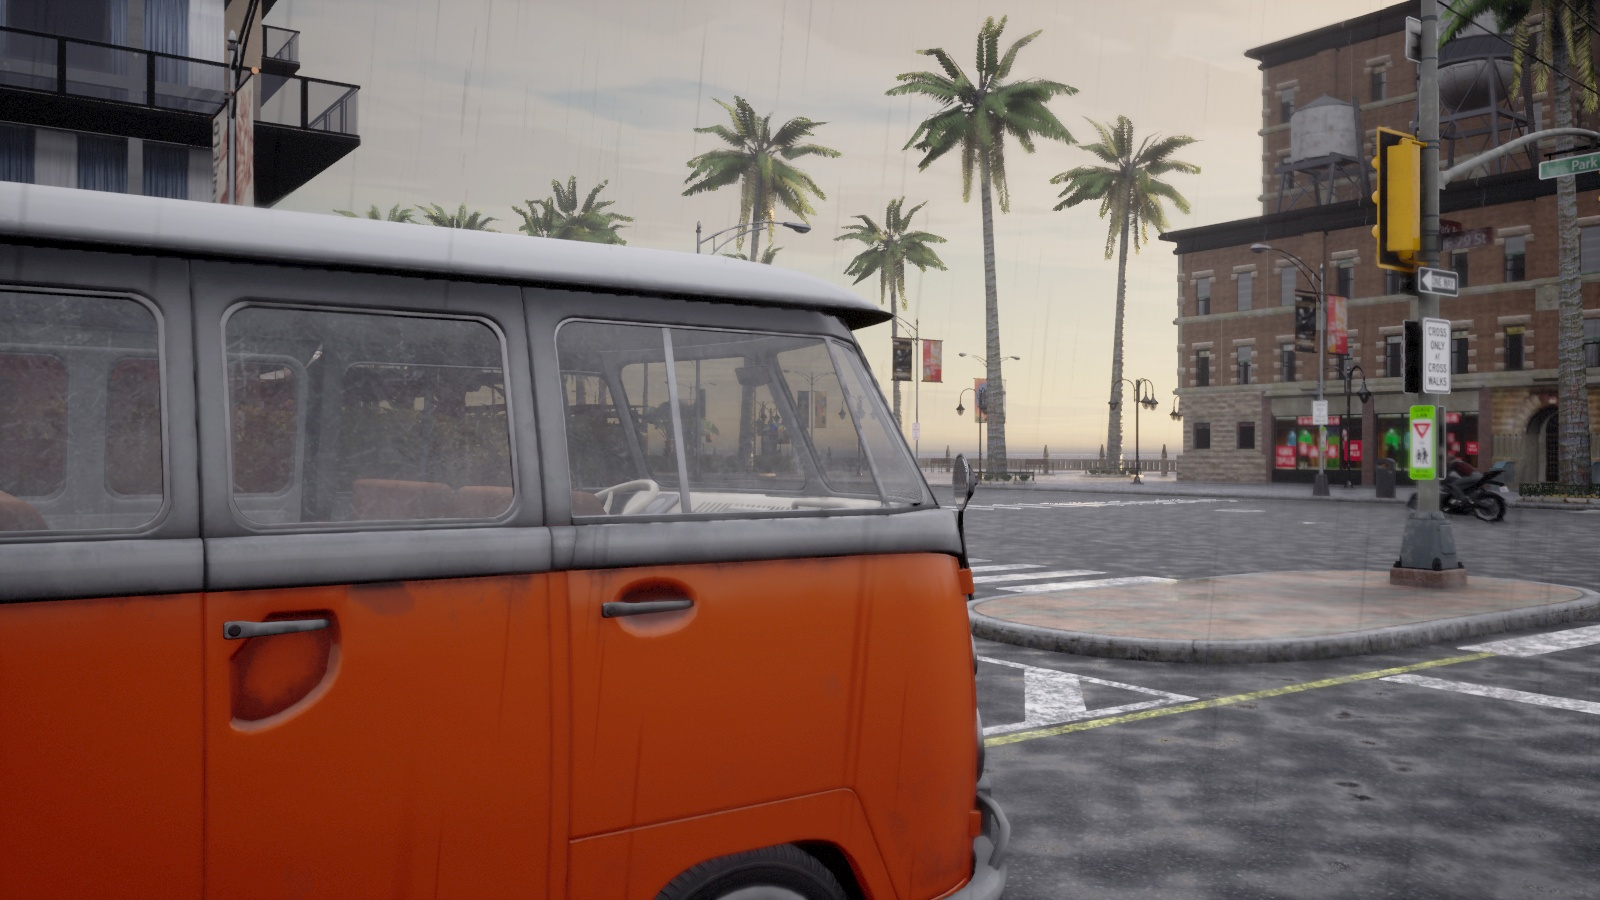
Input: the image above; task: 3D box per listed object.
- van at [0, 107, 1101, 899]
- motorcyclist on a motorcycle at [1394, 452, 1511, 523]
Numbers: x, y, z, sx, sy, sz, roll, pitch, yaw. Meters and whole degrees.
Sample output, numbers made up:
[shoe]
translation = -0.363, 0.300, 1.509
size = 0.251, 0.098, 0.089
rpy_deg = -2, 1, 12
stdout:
[van]
translation = -1.588, 0.507, 2.554
size = 4.442, 1.987, 1.775
rpy_deg = 0, 0, -35
[motorcyclist on a motorcycle]
translation = 14.730, 0.818, 28.403
size = 0.866, 1.530, 2.191
rpy_deg = 0, 0, -34
